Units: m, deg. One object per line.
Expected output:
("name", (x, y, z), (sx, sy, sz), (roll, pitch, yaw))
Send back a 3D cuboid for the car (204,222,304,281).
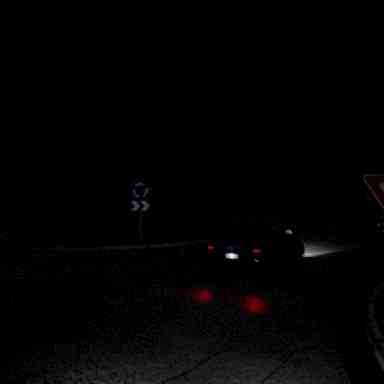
("car", (2.027, 1.618, 10.275), (1.994, 1.385, 4.181), (-1, -1, 30))
